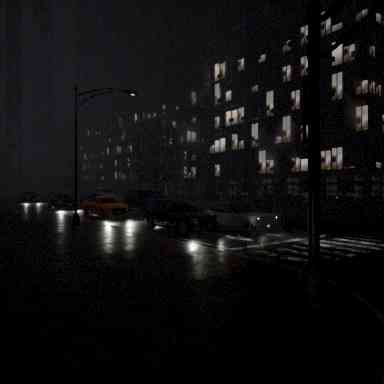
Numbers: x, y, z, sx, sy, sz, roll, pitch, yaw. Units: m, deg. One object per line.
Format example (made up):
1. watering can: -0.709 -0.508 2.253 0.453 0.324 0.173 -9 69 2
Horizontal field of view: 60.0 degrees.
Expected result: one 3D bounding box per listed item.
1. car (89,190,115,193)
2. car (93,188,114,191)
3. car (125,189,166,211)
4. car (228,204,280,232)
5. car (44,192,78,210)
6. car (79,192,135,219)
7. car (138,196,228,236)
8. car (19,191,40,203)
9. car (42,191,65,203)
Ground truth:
1. car: -10.140 0.870 34.697 1.882 1.535 5.008 0 1 -38
2. car: -11.576 0.488 42.112 2.150 2.045 5.566 0 1 -38
3. car: -3.522 0.810 26.234 2.150 2.045 5.566 0 1 -38
4. car: 2.508 1.368 18.580 1.895 1.301 4.718 0 1 -39
5. car: -12.778 0.898 32.787 1.837 1.490 4.892 0 1 -38
6. car: -6.504 1.058 24.772 1.882 1.535 5.008 0 1 -38
7. car: -0.661 1.231 17.325 1.882 1.535 5.008 0 1 -37
8. car: -21.728 0.635 44.378 1.837 1.490 4.892 0 1 -38
9. car: -19.491 0.673 46.803 1.812 1.442 4.674 0 1 -38
